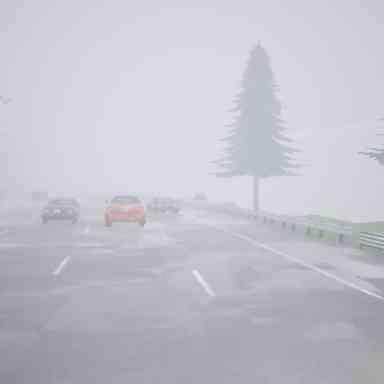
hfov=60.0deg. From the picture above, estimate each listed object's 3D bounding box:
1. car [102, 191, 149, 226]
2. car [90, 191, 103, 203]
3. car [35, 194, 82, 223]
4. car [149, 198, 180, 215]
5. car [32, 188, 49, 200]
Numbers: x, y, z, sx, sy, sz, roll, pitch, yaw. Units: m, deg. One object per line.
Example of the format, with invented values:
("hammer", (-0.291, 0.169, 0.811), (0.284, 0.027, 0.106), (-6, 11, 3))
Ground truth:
("car", (-4.055, 0.933, 19.719), (2.097, 1.767, 4.553), (1, 1, -15))
("car", (-11.663, 0.560, 42.153), (1.812, 1.442, 4.674), (1, 1, -23))
("car", (-7.764, 1.034, 20.024), (2.033, 1.411, 5.357), (1, 1, -16))
("car", (-2.451, 1.107, 26.800), (1.895, 1.301, 4.718), (1, 1, -17))
("car", (-20.182, 0.271, 44.275), (1.882, 1.535, 5.008), (1, 1, -25))
